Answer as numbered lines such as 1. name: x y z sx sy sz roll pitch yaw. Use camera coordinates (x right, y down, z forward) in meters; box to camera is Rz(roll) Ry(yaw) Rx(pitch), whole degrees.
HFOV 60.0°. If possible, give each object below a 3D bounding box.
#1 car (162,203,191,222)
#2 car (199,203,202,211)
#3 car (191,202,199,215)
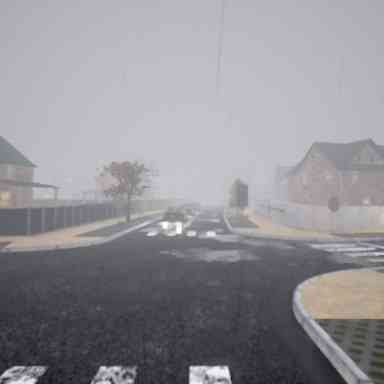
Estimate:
1. car: -1.559 2.006 31.342 1.994 1.385 4.181 0 -1 5
2. car: 0.488 2.288 52.429 2.033 1.411 5.357 0 -1 7
3. car: -0.673 2.139 41.914 2.033 1.411 5.357 0 -1 6
